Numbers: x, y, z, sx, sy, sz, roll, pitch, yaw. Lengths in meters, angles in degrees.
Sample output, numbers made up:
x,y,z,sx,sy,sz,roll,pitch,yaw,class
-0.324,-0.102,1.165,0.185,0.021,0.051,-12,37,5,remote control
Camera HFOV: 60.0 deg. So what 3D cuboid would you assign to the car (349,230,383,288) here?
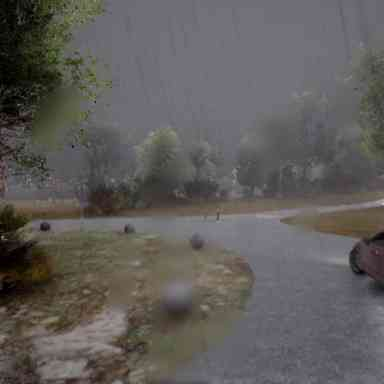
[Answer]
x,y,z,sx,sy,sz,roll,pitch,yaw,class
4.962,1.487,7.331,1.812,1.442,4.674,0,0,13,car
